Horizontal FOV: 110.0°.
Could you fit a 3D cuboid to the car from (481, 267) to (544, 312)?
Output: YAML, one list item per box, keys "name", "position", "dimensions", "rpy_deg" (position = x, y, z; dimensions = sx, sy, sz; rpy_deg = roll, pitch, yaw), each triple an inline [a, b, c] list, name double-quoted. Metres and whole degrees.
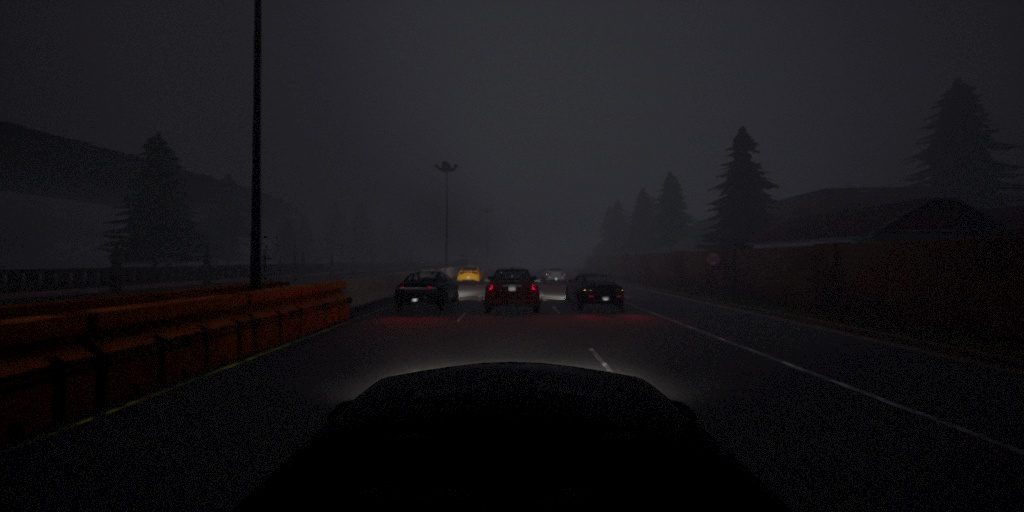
- name: "car"
  position: [0.017, 1.255, 15.245]
  dimensions: [2.097, 1.767, 4.553]
  rpy_deg: [0, -1, 0]

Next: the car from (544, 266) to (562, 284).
- name: "car"
  position: [3.529, 1.604, 30.712]
  dimensions: [1.812, 1.442, 4.674]
  rpy_deg: [0, 0, 1]

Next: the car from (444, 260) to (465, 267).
- name: "car"
  position: [-9.479, 1.663, 62.877]
  dimensions: [2.150, 2.045, 5.566]
  rpy_deg: [0, -1, 8]

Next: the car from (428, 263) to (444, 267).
- name: "car"
  position: [-12.836, 1.934, 64.040]
  dimensions: [1.882, 1.535, 5.008]
  rpy_deg: [0, -1, 9]

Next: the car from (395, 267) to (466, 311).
- name: "car"
  position: [-3.483, 1.397, 15.323]
  dimensions: [2.128, 1.511, 4.902]
  rpy_deg: [0, -1, 0]

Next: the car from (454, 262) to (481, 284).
- name: "car"
  position: [-3.470, 1.560, 31.059]
  dimensions: [1.882, 1.535, 5.008]
  rpy_deg: [0, 0, 0]

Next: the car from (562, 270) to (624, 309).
- name: "car"
  position: [3.520, 1.434, 15.710]
  dimensions: [1.812, 1.442, 4.674]
  rpy_deg: [0, 0, 0]
